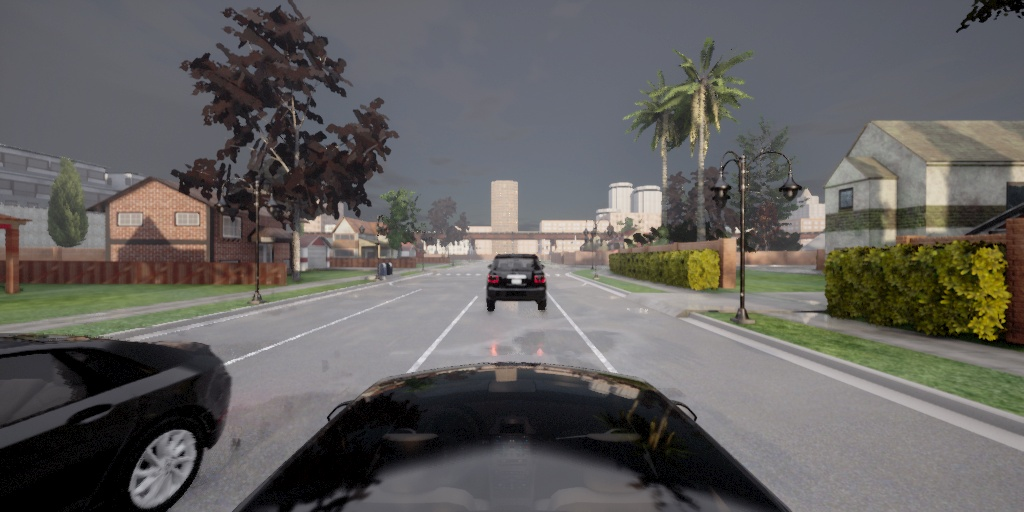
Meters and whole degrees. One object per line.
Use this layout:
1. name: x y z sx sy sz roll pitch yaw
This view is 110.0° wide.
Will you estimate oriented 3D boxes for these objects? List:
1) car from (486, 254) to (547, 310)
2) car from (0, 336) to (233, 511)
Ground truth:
1. car: 0.173 0.942 14.564 2.150 2.045 5.566 0 0 0
2. car: -3.597 1.251 1.405 1.837 1.490 4.892 0 0 0
